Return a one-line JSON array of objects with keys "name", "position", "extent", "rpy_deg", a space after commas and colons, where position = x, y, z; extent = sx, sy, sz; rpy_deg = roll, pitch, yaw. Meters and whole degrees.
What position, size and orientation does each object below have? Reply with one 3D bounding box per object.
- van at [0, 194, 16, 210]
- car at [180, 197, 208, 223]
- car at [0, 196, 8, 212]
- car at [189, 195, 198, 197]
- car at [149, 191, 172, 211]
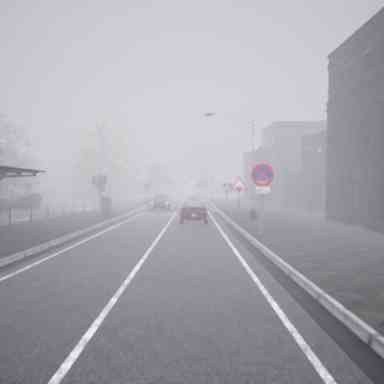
[{"name": "van", "position": [-21.973, 1.224, 36.922], "extent": [4.442, 1.987, 1.878], "rpy_deg": [0, 0, 0]}, {"name": "car", "position": [0.122, 1.367, 24.489], "extent": [1.882, 1.535, 5.008], "rpy_deg": [0, 1, 0]}, {"name": "car", "position": [-22.118, 1.481, 34.148], "extent": [4.792, 1.488, 2.163], "rpy_deg": [0, 0, 0]}, {"name": "car", "position": [0.139, 1.101, 42.610], "extent": [1.801, 1.575, 5.366], "rpy_deg": [0, 2, 0]}, {"name": "car", "position": [-3.294, 0.894, 35.712], "extent": [2.097, 1.767, 4.553], "rpy_deg": [0, 5, 0]}]
